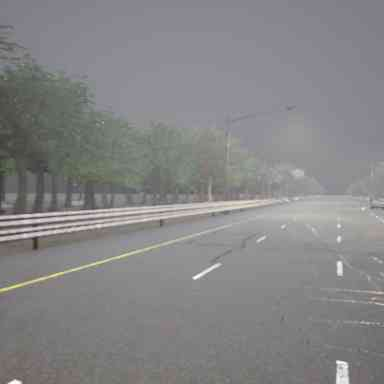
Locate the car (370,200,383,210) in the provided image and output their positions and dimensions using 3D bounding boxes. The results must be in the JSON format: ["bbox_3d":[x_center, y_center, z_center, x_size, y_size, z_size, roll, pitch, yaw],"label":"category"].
[{"bbox_3d":[28.637,1.975,51.531,2.033,1.411,5.357,0,0,27],"label":"car"}]
